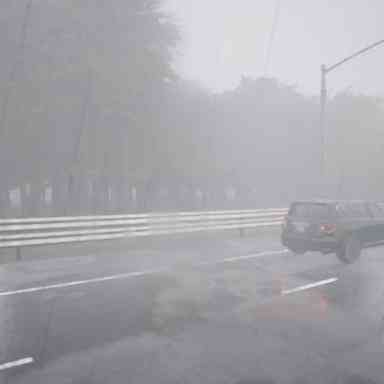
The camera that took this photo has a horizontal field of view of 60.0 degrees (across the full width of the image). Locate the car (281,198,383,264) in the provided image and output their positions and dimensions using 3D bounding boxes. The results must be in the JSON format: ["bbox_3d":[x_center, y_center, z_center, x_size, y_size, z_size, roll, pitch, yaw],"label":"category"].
[{"bbox_3d":[5.662,1.253,12.155,5.566,2.045,2.150,0,0,-35],"label":"car"}]
